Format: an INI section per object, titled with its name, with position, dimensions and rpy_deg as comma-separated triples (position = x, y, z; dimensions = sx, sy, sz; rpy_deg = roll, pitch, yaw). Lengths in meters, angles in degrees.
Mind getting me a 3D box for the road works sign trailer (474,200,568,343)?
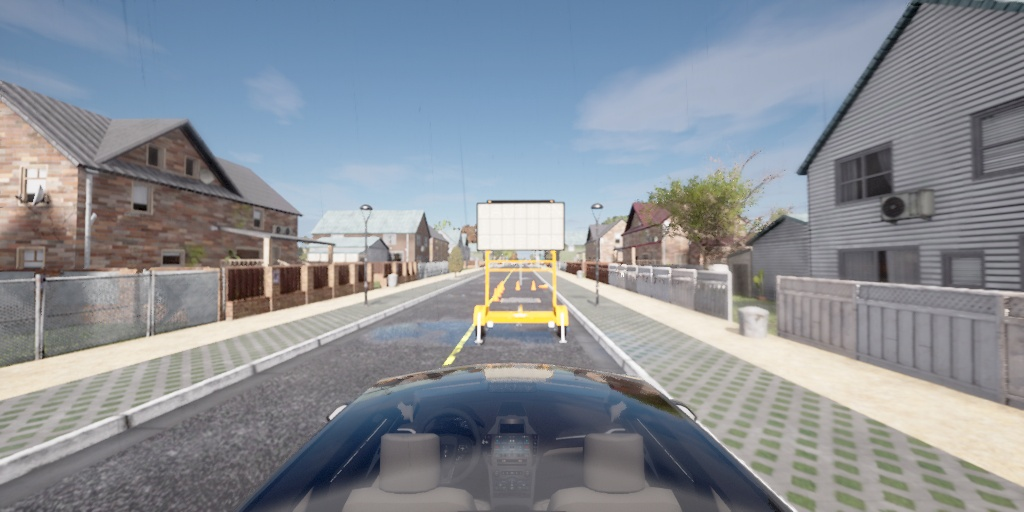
[road works sign trailer]
position = 0.247, 0.267, 9.884
dimensions = 2.380, 3.560, 2.880
rpy_deg = 0, 0, 2
